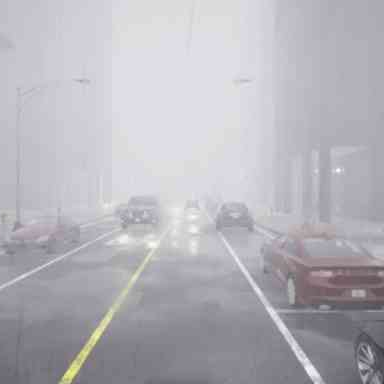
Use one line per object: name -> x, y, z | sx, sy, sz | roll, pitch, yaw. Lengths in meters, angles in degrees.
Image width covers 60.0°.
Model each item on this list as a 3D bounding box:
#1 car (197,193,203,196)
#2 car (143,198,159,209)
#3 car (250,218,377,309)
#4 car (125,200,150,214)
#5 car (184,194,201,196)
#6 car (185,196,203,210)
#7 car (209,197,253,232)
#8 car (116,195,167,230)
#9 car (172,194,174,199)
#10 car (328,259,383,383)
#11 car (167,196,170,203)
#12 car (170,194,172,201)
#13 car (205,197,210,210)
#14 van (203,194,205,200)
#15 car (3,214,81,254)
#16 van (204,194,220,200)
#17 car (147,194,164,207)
car -> 2.766, 1.348, 75.173 | 2.192, 1.841, 5.009 | 0, 0, 0
car -> -5.760, 1.598, 47.062 | 1.802, 1.307, 4.206 | 0, 0, 0
car -> 2.762, 1.547, 7.748 | 1.887, 1.381, 4.507 | 0, 0, 0
car -> -5.761, 1.577, 35.825 | 1.947, 1.339, 4.313 | 0, 0, 0
car -> 0.003, 1.514, 59.326 | 2.128, 1.511, 4.902 | 0, 0, 0
car -> 0.048, 1.562, 43.993 | 2.033, 1.411, 5.357 | 0, 0, 1
car -> 2.388, 1.361, 20.396 | 2.097, 1.767, 4.553 | 0, 0, 0
car -> -3.100, 1.226, 21.698 | 2.150, 2.045, 5.566 | 0, 0, 0
car -> -5.759, 1.615, 75.154 | 1.802, 1.307, 4.206 | 0, 0, 0
car -> 2.762, 1.567, 2.129 | 1.947, 1.339, 4.313 | 0, 0, 0
car -> -5.760, 1.570, 63.917 | 1.887, 1.381, 4.507 | 0, 0, 0
car -> -5.759, 1.611, 69.535 | 1.802, 1.307, 4.206 | 0, 0, 0
car -> 2.764, 1.562, 35.842 | 2.008, 1.369, 4.403 | 0, 0, 0
van -> 2.764, 1.357, 47.079 | 1.690, 1.788, 3.998 | 0, 0, 0
car -> -5.762, 1.586, 13.352 | 1.802, 1.307, 4.206 | 0, 0, 0
van -> 2.764, 1.354, 41.461 | 1.690, 1.788, 3.998 | 0, 0, 0
car -> -5.760, 1.334, 52.680 | 2.192, 1.841, 5.009 | 0, 0, 0
